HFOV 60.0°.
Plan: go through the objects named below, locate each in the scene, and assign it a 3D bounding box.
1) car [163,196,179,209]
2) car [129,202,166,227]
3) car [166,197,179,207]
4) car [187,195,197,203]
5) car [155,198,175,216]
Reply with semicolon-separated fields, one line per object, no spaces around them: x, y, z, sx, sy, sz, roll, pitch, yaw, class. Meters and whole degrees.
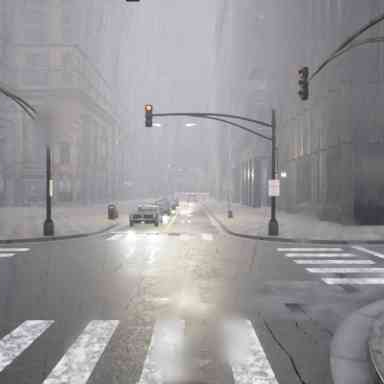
-3.118;1.372;43.136;2.097;1.767;4.553;0;0;0;car
-3.111;1.610;23.192;1.895;1.301;4.718;0;0;0;car
-3.079;1.553;53.178;1.812;1.442;4.674;0;0;0;car
0.064;1.394;69.666;2.097;1.767;4.553;0;0;0;car
-3.110;1.578;33.135;1.994;1.385;4.181;0;0;0;car
